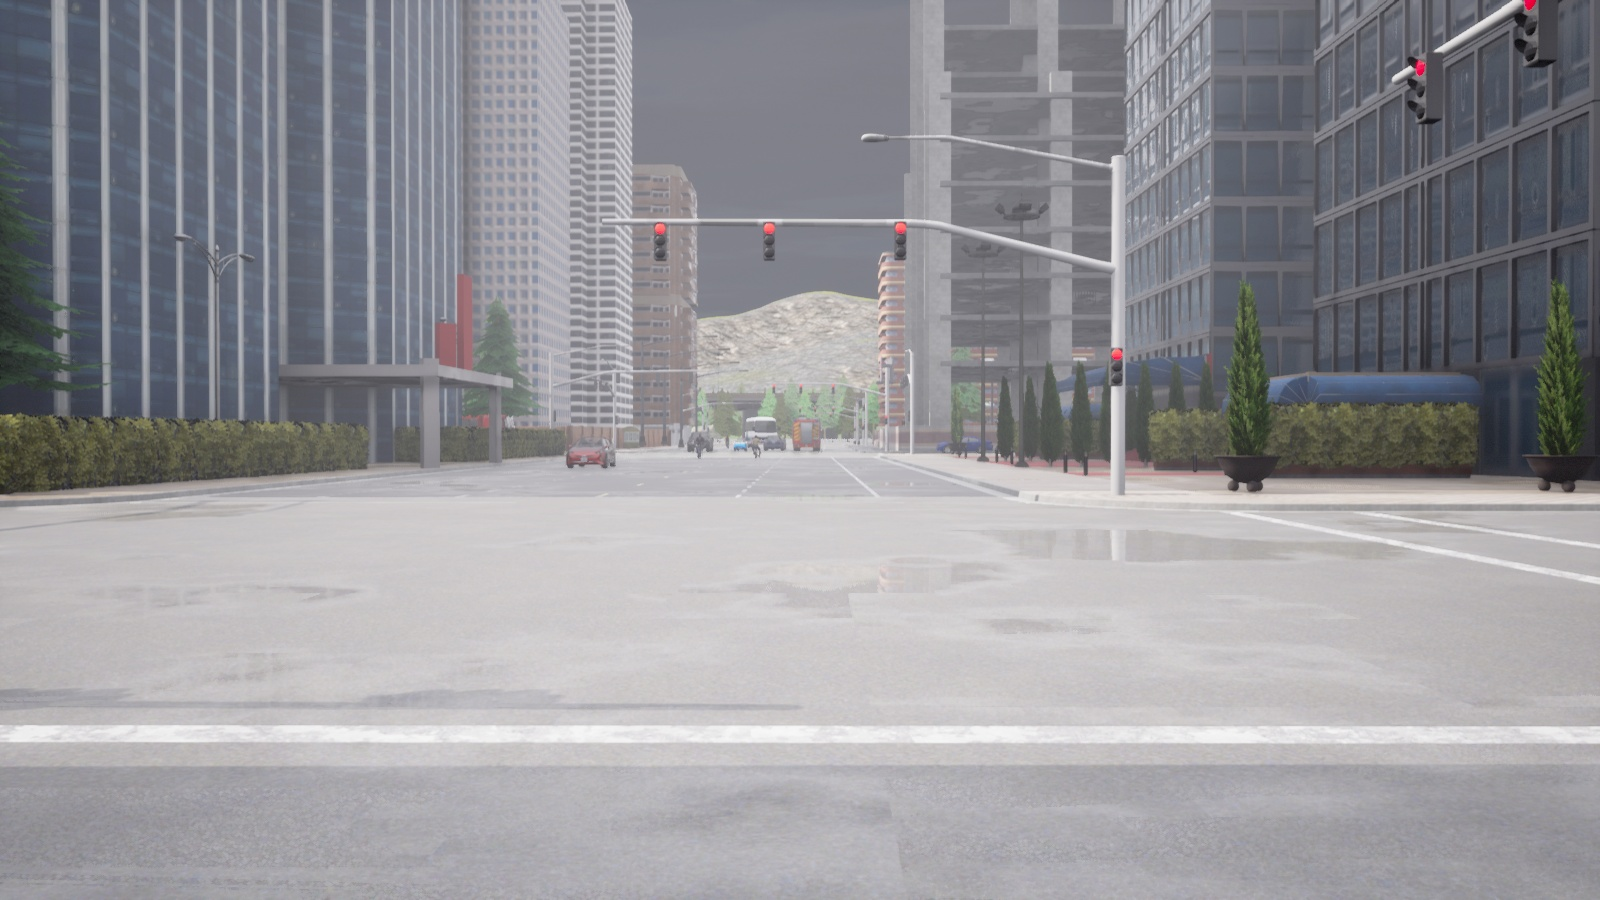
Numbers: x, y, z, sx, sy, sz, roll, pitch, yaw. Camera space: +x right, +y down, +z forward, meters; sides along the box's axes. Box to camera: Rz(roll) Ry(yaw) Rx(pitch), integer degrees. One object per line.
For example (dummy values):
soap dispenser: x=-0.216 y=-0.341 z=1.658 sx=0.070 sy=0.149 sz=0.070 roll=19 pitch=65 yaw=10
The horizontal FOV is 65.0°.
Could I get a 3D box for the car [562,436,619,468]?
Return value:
car: x=-10.136 y=0.076 z=61.120 sx=2.007 sy=1.525 sz=4.514 roll=0 pitch=1 yaw=0
